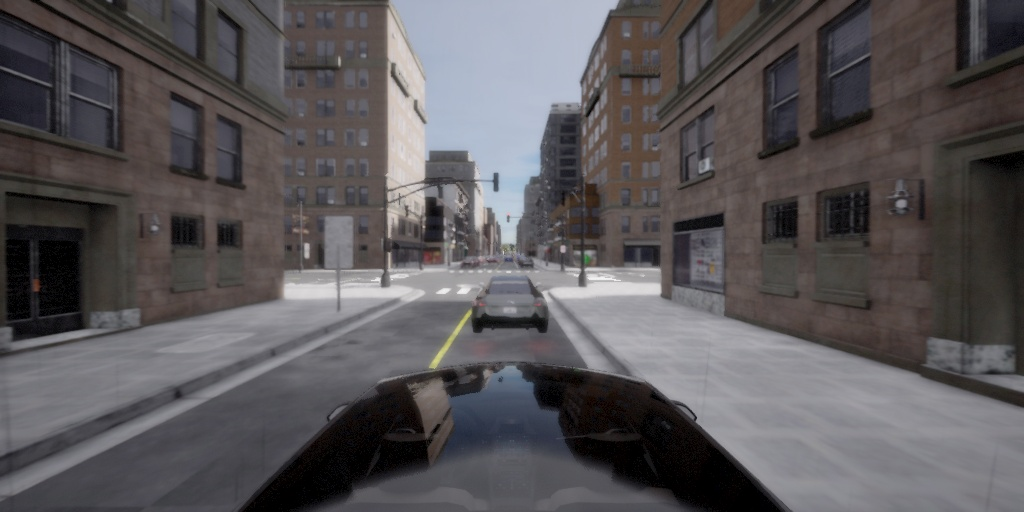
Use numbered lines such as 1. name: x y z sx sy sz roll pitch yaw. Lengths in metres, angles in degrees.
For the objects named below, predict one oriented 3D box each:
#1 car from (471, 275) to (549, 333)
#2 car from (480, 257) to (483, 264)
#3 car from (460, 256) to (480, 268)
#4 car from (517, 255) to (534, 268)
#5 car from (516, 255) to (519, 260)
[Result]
1. car: -0.051 1.238 10.496 1.994 1.385 4.181 0 0 0
2. car: -5.992 0.776 55.039 1.967 1.591 4.097 0 0 0
3. car: -5.967 0.815 49.529 1.967 1.591 4.097 0 0 0
4. car: 2.058 0.940 49.565 1.948 1.339 4.313 0 0 0
5. car: 2.007 0.880 60.587 1.802 1.307 4.207 0 0 0
